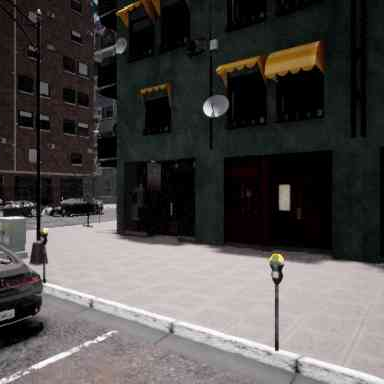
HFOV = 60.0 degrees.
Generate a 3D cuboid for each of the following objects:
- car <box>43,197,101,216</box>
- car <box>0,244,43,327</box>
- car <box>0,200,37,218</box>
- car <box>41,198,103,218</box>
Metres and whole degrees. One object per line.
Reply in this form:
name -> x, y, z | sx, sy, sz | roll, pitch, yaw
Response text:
car -> -10.887, 1.250, 30.533 | 1.752, 1.417, 4.829 | 1, 1, 35
car -> -4.472, 1.551, 6.082 | 4.403, 1.369, 2.008 | 0, 0, 36
car -> -13.987, 1.350, 26.115 | 2.008, 1.369, 4.403 | 1, 1, 35
car -> -9.686, 1.239, 27.753 | 2.128, 1.511, 4.902 | 0, 1, 35
